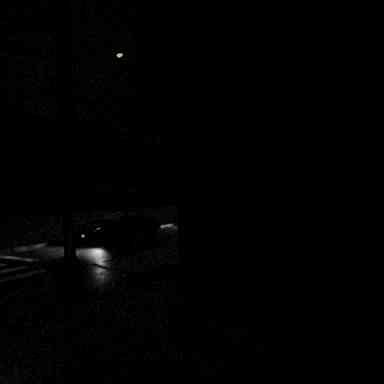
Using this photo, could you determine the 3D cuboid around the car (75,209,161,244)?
[{"bbox_3d":[-3.421,1.576,16.276,1.812,1.442,4.674,-4,-1,34],"label":"car"}]
